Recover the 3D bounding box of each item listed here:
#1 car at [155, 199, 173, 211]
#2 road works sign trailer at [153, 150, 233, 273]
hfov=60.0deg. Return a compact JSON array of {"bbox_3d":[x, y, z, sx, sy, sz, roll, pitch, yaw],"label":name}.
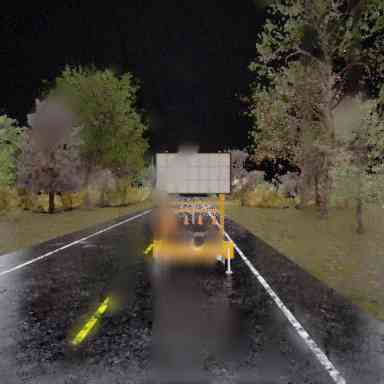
[{"bbox_3d":[-3.360,1.598,41.161,2.033,1.411,5.357,0,0,0],"label":"car"},{"bbox_3d":[0.040,0.469,10.645,2.380,3.560,2.880,0,0,0],"label":"road works sign trailer"}]
